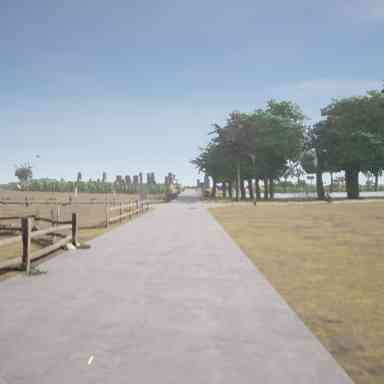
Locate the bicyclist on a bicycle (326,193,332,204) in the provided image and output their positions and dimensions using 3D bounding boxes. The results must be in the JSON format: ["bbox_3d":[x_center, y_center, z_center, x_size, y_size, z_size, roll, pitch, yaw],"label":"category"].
[{"bbox_3d":[19.897,0.950,48.499,0.582,1.620,1.656,-1,-1,0],"label":"bicyclist on a bicycle"}]
